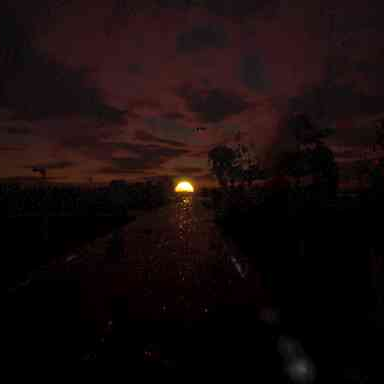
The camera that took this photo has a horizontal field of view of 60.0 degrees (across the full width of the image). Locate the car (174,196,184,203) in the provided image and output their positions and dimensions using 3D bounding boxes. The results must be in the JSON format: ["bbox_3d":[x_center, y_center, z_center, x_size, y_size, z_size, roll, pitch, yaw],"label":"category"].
[{"bbox_3d":[-2.718,1.562,69.181,1.812,1.442,4.674,0,0,0],"label":"car"}]
